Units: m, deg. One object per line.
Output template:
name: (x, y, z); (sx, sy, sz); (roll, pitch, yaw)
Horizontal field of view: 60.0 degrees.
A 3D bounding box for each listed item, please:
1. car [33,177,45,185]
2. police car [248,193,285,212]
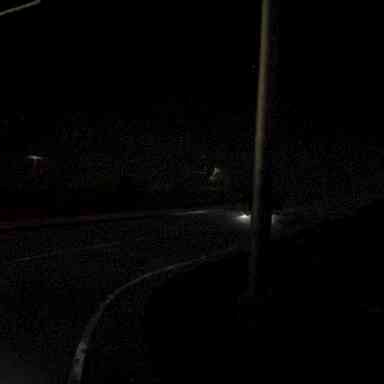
car: (-35.730, -2.576, 77.968); (1.905, 1.878, 3.866); (8, 2, -13)
police car: (6.410, 0.872, 28.446); (1.930, 1.638, 5.238); (3, 2, 34)
